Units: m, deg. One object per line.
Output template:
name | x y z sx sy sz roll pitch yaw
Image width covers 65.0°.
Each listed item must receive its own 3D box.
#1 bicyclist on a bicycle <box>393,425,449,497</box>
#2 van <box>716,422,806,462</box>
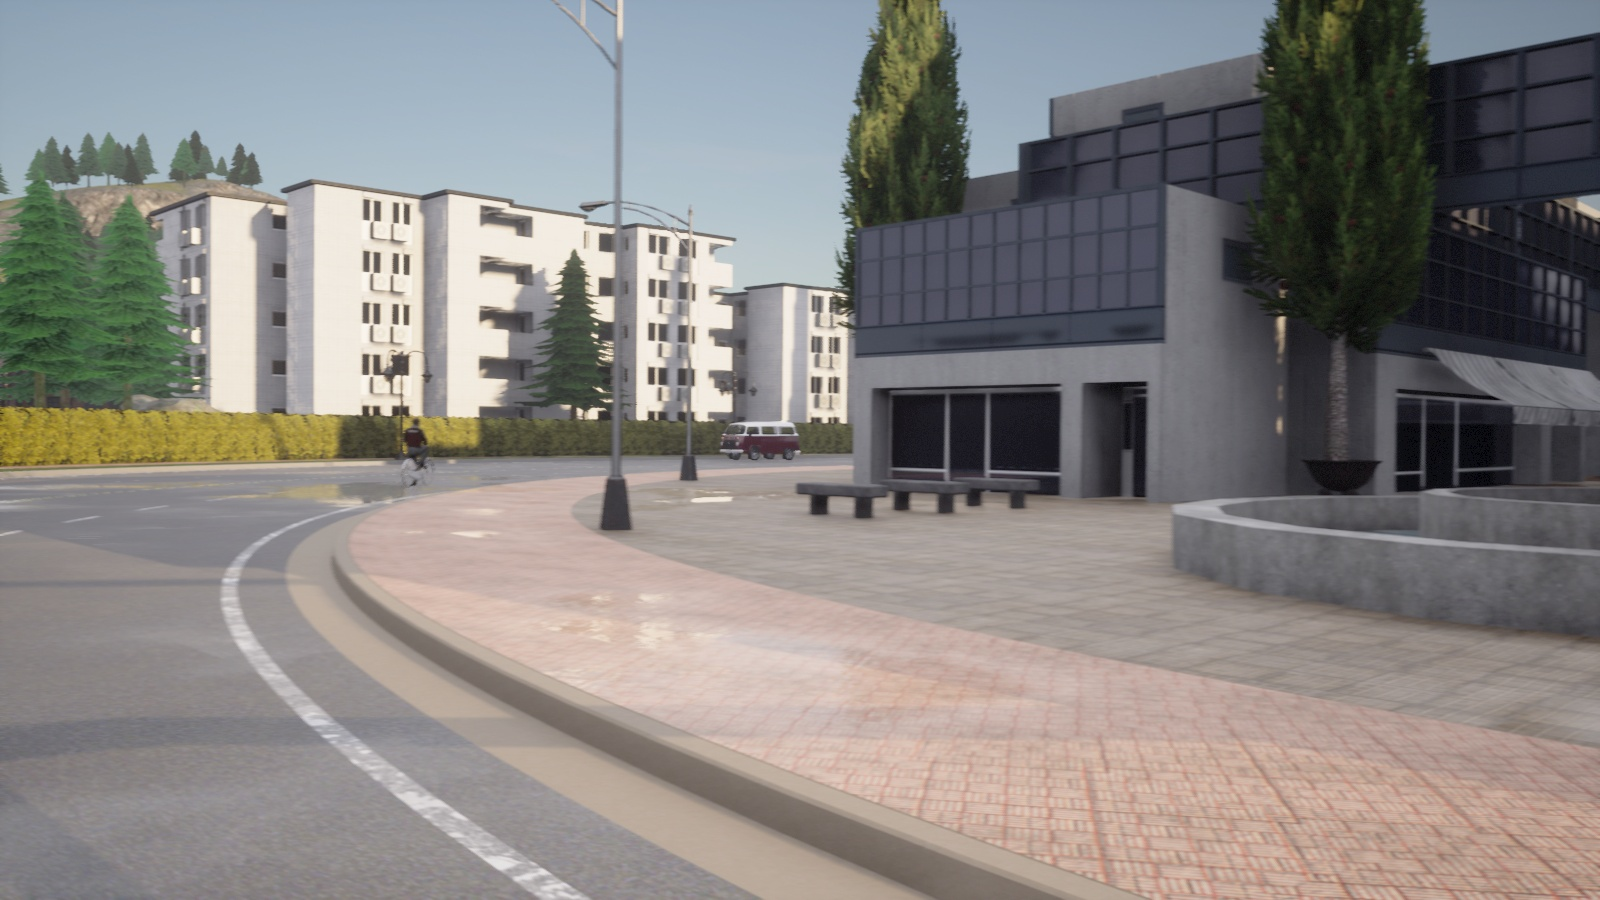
bicyclist on a bicycle | -9.676 0.250 32.124 0.659 1.776 1.843 0 1 7
van | -2.019 -0.429 65.806 4.480 2.038 2.069 -1 1 -44
